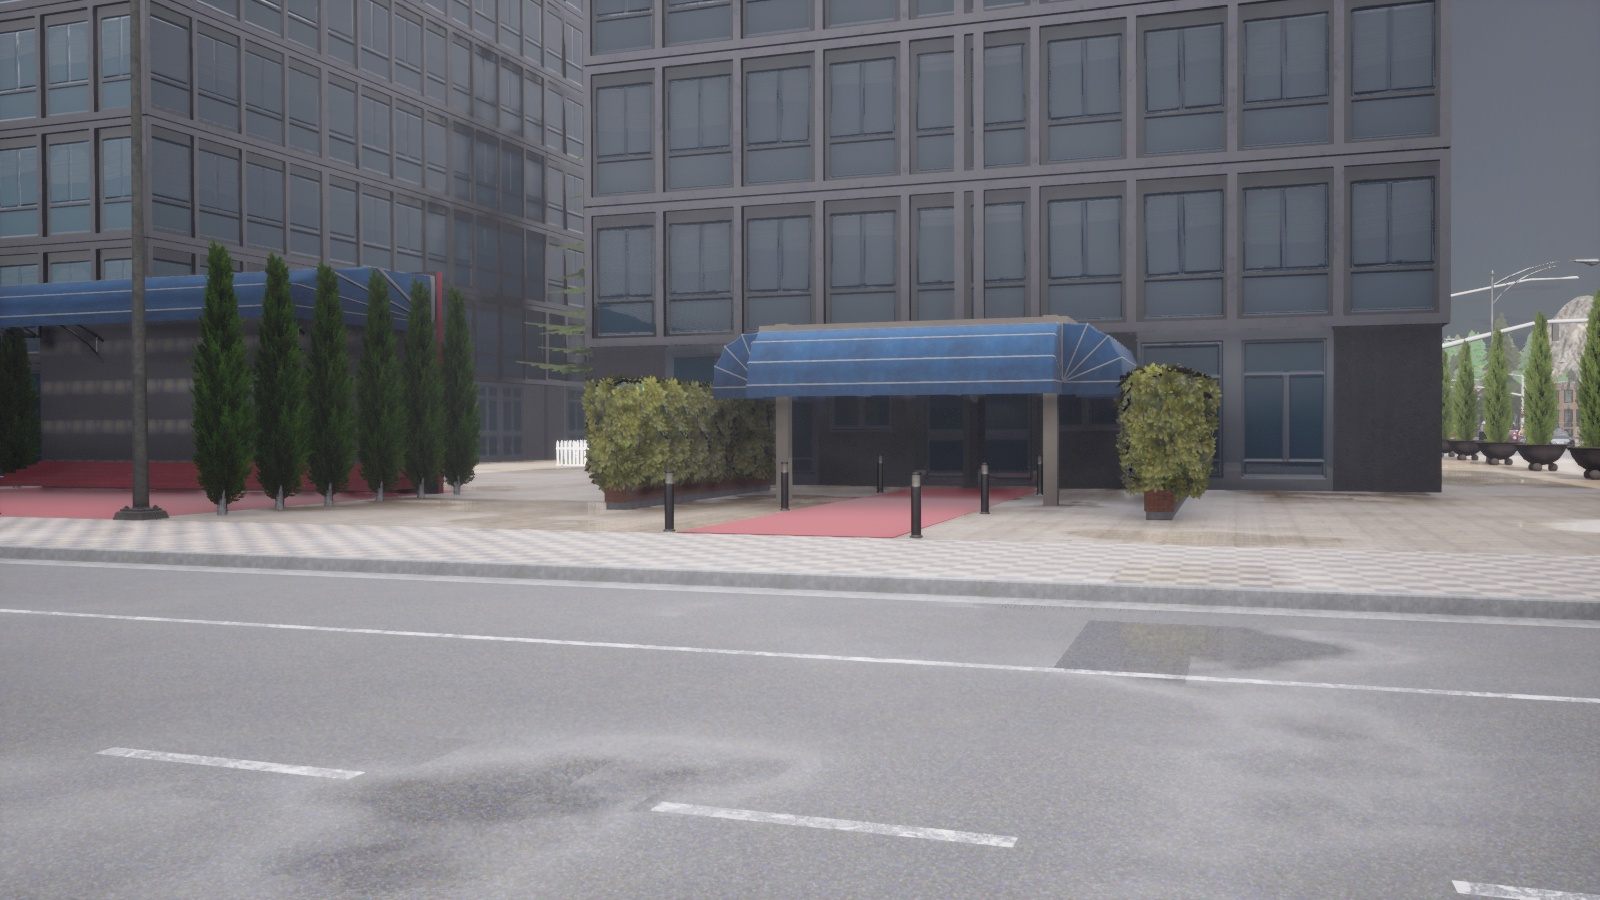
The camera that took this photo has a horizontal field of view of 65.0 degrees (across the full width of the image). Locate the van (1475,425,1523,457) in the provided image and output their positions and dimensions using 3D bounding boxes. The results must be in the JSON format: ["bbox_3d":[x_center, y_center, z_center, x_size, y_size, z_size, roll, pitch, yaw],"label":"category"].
[{"bbox_3d":[47.010,-0.628,84.558,2.069,2.038,4.480,1,1,19],"label":"van"}]

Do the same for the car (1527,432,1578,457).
[{"bbox_3d":[50.862,-0.413,84.987,2.033,1.649,4.856,1,1,19],"label":"car"}]
